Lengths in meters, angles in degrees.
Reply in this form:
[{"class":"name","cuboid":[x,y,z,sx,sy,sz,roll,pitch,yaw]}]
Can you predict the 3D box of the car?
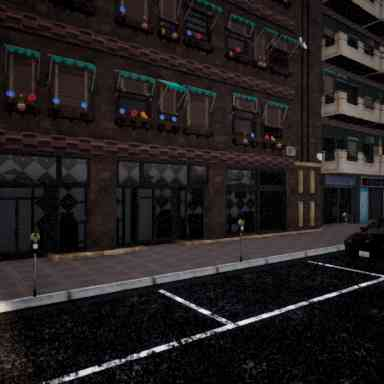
[{"class":"car","cuboid":[7.146,1.566,11.636,4.313,1.339,1.947,0,0,-35]}]
